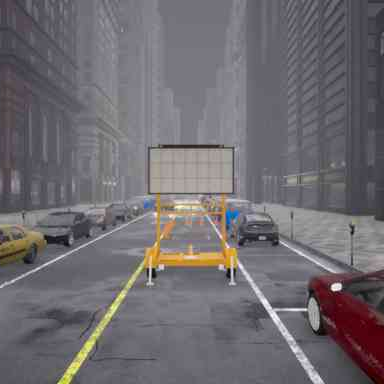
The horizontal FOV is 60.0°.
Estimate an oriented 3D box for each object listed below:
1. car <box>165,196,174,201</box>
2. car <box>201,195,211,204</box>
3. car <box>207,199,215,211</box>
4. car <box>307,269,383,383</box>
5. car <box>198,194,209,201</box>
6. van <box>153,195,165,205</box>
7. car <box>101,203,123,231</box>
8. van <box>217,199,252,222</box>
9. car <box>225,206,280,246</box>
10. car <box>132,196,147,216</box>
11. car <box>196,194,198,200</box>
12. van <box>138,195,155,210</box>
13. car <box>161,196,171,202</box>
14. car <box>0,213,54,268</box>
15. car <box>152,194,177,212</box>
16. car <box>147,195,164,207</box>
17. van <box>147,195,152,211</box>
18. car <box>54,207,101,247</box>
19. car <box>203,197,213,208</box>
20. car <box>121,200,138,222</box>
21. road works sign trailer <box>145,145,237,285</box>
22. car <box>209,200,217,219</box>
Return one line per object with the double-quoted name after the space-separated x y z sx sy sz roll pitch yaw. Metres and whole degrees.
-5.969 1.658 88.315 1.947 1.339 4.313 0 0 0 "car"
2.648 1.576 48.894 1.887 1.381 4.507 0 0 0 "car"
2.687 1.596 31.986 1.802 1.307 4.206 0 0 0 "car"
2.753 1.545 3.804 1.887 1.381 4.507 0 0 0 "car"
2.621 1.360 60.167 2.192 1.841 5.009 0 0 0 "car"
-5.904 1.386 60.132 1.690 1.788 3.998 0 0 0 "van"
-5.811 1.588 20.677 1.802 1.307 4.206 0 0 0 "car"
2.713 1.347 20.713 1.690 1.788 3.998 0 0 0 "van"
2.727 1.554 15.077 2.008 1.369 4.403 0 0 0 "car"
-5.838 1.454 31.950 1.967 1.590 4.097 0 0 0 "car"
2.568 1.607 82.882 1.752 1.417 4.829 0 0 0 "car"
-5.865 1.366 43.223 1.690 1.788 3.998 0 0 0 "van"
-5.943 1.616 77.042 1.887 1.381 4.507 0 0 0 "car"
-5.785 1.527 9.233 1.752 1.417 4.829 0 0 0 "car"
-3.189 1.372 38.978 2.097 1.767 4.553 0 0 0 "car"
-5.891 1.353 54.496 2.192 1.841 5.009 0 0 0 "car"
-5.851 1.360 37.587 1.690 1.788 3.998 0 0 0 "van"
-5.798 1.569 15.040 1.947 1.339 4.313 0 0 0 "car"
2.674 1.570 37.622 2.008 1.369 4.403 0 0 0 "car"
-5.825 1.575 26.313 1.947 1.339 4.313 0 0 0 "car"
-0.021 0.466 9.456 2.380 3.560 2.880 0 0 0 "road works sign trailer"
2.700 1.560 26.349 2.008 1.369 4.403 0 0 0 "car"
